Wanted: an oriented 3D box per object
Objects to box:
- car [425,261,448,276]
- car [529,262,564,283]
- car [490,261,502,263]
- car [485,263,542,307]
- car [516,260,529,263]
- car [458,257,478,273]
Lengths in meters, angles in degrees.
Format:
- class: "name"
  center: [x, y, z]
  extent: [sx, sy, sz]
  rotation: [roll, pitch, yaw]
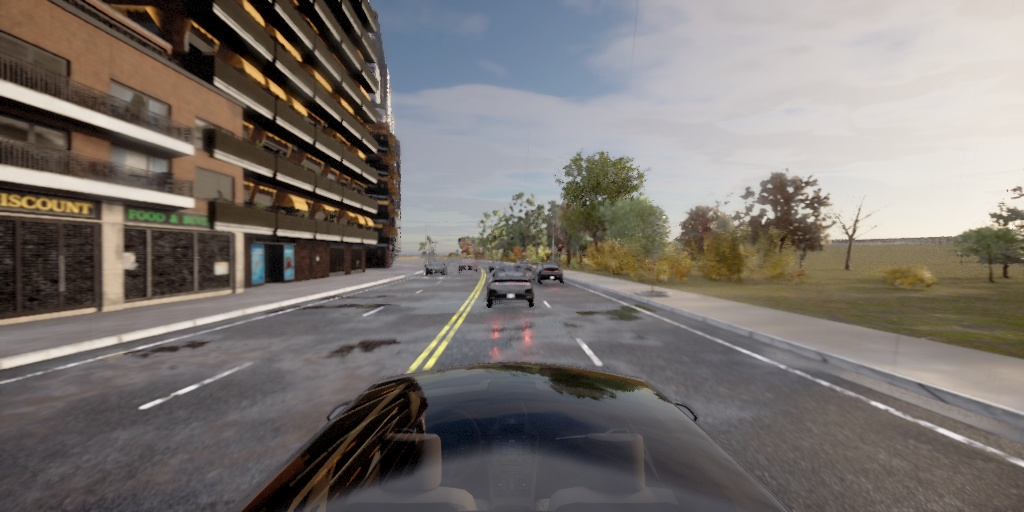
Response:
- class: "car"
  center: [-7.824, 1.265, 37.319]
  extent: [1.837, 1.490, 4.892]
  rotation: [0, 0, -4]
- class: "car"
  center: [2.660, 1.243, 27.107]
  extent: [1.837, 1.490, 4.892]
  rotation: [0, 0, -3]
- class: "car"
  center: [-1.930, 1.305, 45.824]
  extent: [1.994, 1.385, 4.181]
  rotation: [0, 0, -5]
- class: "car"
  center: [-0.117, 1.240, 15.520]
  extent: [2.128, 1.511, 4.902]
  rotation: [0, 0, -2]
- class: "car"
  center: [1.383, 1.222, 45.255]
  extent: [2.128, 1.511, 4.902]
  rotation: [0, 0, -5]
- class: "car"
  center: [-4.583, 0.887, 37.557]
  extent: [1.882, 1.535, 5.008]
  rotation: [0, 0, -4]
